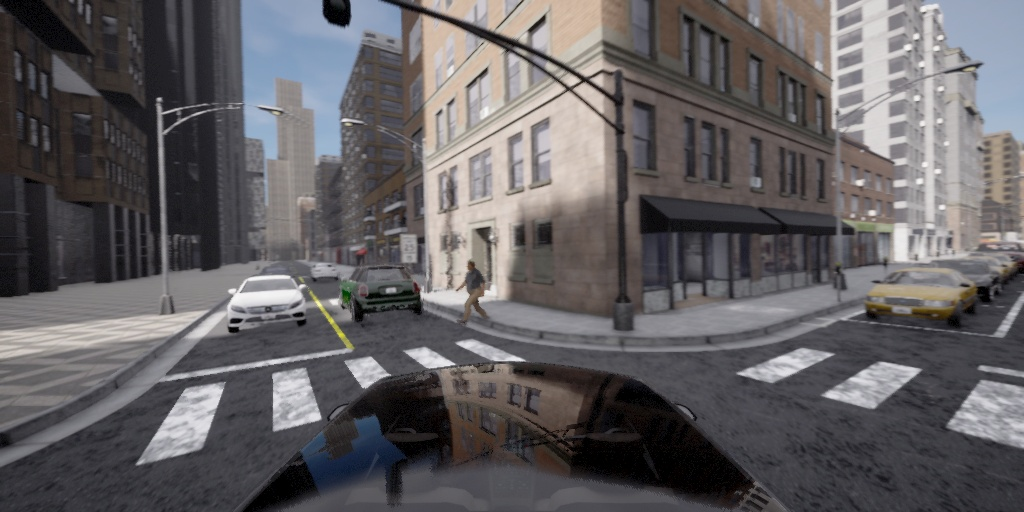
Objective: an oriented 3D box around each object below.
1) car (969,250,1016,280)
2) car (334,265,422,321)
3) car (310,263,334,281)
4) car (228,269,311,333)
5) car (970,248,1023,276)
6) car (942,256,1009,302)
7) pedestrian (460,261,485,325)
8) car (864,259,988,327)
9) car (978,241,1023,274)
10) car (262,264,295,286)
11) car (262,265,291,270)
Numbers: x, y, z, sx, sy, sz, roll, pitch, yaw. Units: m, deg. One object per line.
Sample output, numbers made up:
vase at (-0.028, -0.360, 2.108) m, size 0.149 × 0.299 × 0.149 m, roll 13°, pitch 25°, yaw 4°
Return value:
car at (20.773, 0.583, 16.058) m, size 4.829 × 1.417 × 1.751 m, roll 0°, pitch 0°, yaw -33°
car at (-4.851, 1.091, 12.866) m, size 2.097 × 1.767 × 4.553 m, roll -2°, pitch 1°, yaw -32°
car at (-16.224, 1.326, 30.903) m, size 1.812 × 1.442 × 4.674 m, roll -2°, pitch 1°, yaw -32°
car at (-7.731, 1.348, 11.483) m, size 1.812 × 1.442 × 4.674 m, roll -2°, pitch 1°, yaw -33°
car at (25.504, 0.424, 19.152) m, size 4.829 × 1.417 × 1.751 m, roll 0°, pitch 0°, yaw -33°
car at (16.185, 0.783, 13.057) m, size 4.313 × 1.339 × 1.948 m, roll 0°, pitch 0°, yaw -33°
pedestrian at (-1.075, 0.978, 9.796) m, size 0.375 × 1.860 × 0.375 m, roll -2°, pitch 1°, yaw -32°
car at (11.312, 0.901, 9.870) m, size 4.829 × 1.417 × 1.751 m, roll 0°, pitch 0°, yaw -33°
car at (30.377, 0.054, 22.340) m, size 5.009 × 1.841 × 2.192 m, roll 0°, pitch 0°, yaw -33°
car at (-18.691, 1.430, 28.839) m, size 2.033 × 1.411 × 5.357 m, roll -2°, pitch 1°, yaw -32°
car at (-13.141, 1.345, 20.041) m, size 2.128 × 1.511 × 4.902 m, roll -2°, pitch 1°, yaw -32°
